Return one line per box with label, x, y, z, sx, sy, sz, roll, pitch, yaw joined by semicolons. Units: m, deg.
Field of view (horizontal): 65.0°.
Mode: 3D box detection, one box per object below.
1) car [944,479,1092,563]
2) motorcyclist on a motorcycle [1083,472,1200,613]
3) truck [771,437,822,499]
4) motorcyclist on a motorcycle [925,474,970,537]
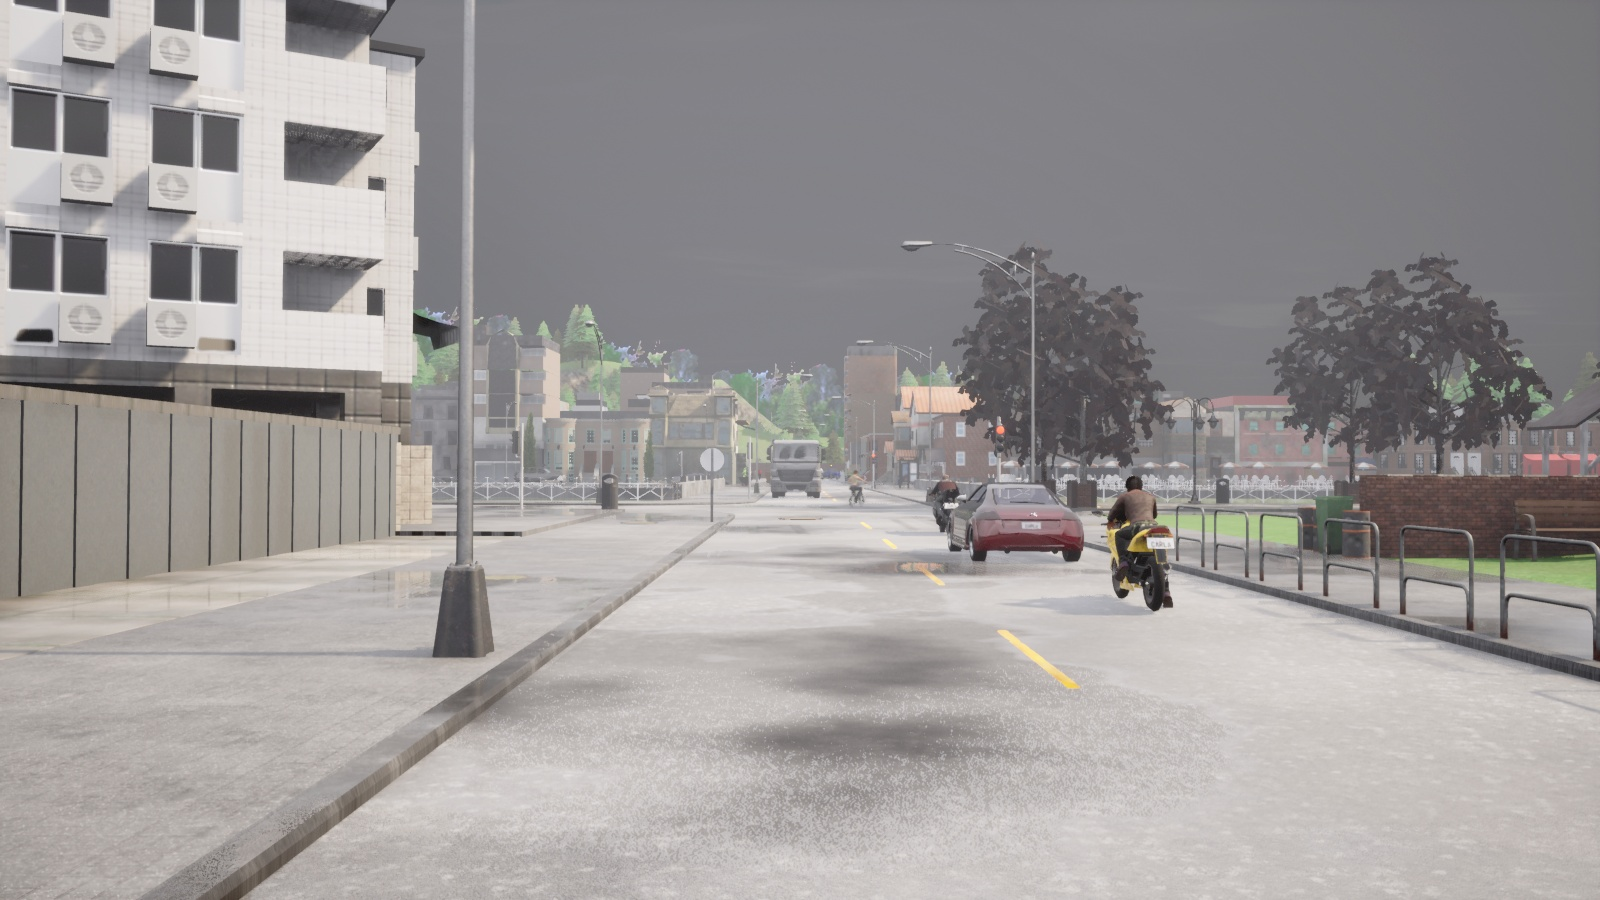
car;3.933;1.254;23.348;1.994;1.385;4.181;0;-1;0
motorcyclist on a motorcycle;3.957;1.028;14.727;0.797;1.523;2.044;0;-1;0
truck;-0.218;1.085;74.708;2.891;3.462;7.936;0;-1;0
motorcyclist on a motorcycle;3.677;1.362;31.448;0.866;1.530;2.191;0;-1;0
